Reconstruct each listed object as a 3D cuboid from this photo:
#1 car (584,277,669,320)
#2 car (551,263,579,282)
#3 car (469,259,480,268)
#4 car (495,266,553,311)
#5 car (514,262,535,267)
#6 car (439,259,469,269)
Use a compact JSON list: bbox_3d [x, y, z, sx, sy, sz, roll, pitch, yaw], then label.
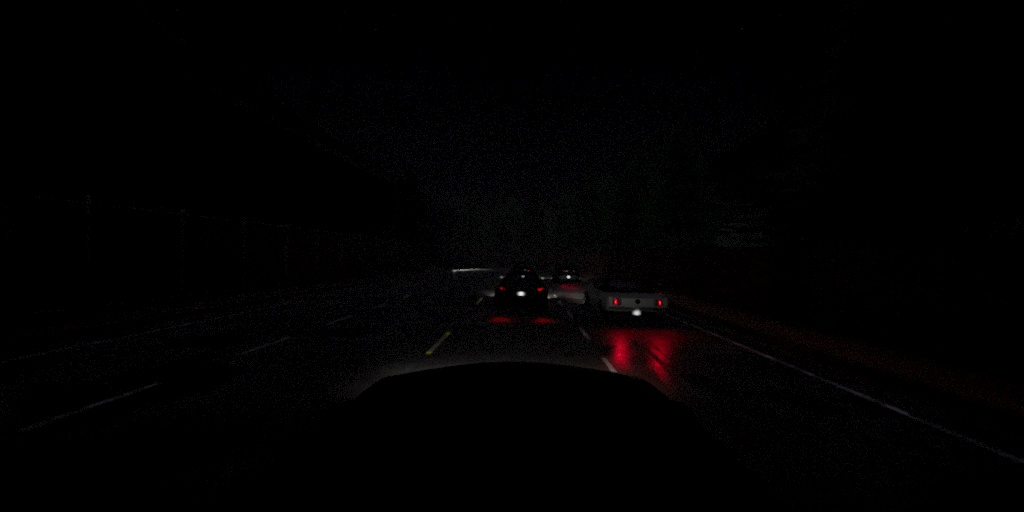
[{"bbox_3d":[3.832,1.410,12.954,1.895,1.301,4.718,1,0,2],"label":"car"},{"bbox_3d":[4.372,1.297,29.467,1.837,1.490,4.892,1,1,2],"label":"car"},{"bbox_3d":[-6.531,1.090,51.984,4.181,1.385,1.994,1,0,44],"label":"car"},{"bbox_3d":[0.392,1.299,14.590,1.994,1.385,4.181,1,0,2],"label":"car"},{"bbox_3d":[0.875,1.225,29.588,1.837,1.490,4.892,1,1,2],"label":"car"},{"bbox_3d":[-8.168,1.063,48.378,1.994,1.385,4.181,1,0,-39],"label":"car"}]
